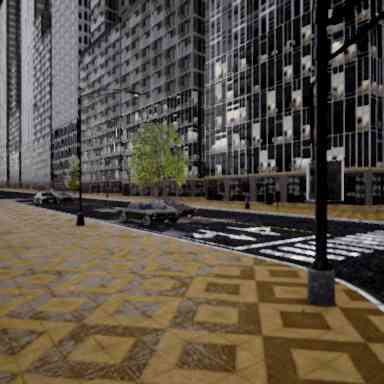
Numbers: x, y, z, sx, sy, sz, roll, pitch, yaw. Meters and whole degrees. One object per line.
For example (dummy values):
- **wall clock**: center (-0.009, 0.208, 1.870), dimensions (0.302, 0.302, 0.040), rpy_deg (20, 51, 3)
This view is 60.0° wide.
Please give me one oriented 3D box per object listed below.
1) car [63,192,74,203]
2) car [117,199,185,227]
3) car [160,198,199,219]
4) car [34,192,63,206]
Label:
- **car**: center (-17.554, 0.707, 44.635), dimensions (2.033, 1.411, 5.357), rpy_deg (0, 1, -38)
- **car**: center (-2.776, 1.282, 20.388), dimensions (1.895, 1.301, 4.718), rpy_deg (0, 1, -38)
- **car**: center (-1.806, 1.177, 24.412), dimensions (2.033, 1.411, 5.357), rpy_deg (0, 1, -38)
- **car**: center (-16.885, 0.768, 38.432), dimensions (1.837, 1.490, 4.892), rpy_deg (0, 1, -38)
